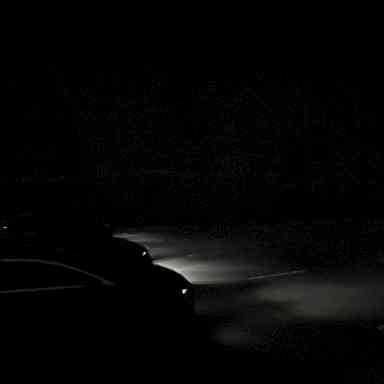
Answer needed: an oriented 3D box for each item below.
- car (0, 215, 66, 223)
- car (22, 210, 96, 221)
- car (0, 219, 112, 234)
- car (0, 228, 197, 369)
[{"bbox_3d":[-6.610,1.587,10.317,4.718,1.301,1.895,0,0,-26],"label":"car"},{"bbox_3d":[-5.882,1.507,14.598,4.674,1.442,1.812,0,0,-27],"label":"car"},{"bbox_3d":[-3.113,1.554,8.143,4.181,1.385,1.994,0,0,-26],"label":"car"},{"bbox_3d":[-2.305,1.485,4.639,4.902,1.511,2.128,0,0,-26],"label":"car"}]
